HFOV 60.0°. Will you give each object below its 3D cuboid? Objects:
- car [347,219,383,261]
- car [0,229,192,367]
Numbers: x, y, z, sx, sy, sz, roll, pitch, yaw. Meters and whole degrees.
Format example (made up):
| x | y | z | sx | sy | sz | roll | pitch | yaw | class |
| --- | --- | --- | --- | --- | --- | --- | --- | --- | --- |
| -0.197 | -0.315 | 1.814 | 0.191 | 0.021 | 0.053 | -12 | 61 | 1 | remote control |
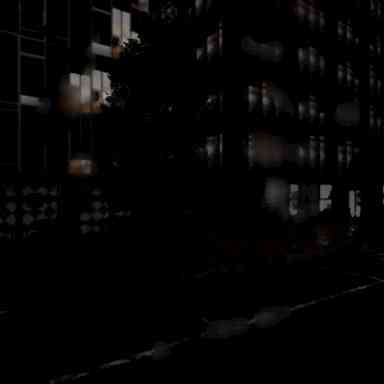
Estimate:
| x | y | z | sx | sy | sz | roll | pitch | yaw | class |
| --- | --- | --- | --- | --- | --- | --- | --- | --- | --- |
| 7.179 | 1.634 | 11.683 | 4.403 | 1.369 | 2.008 | 0 | -1 | -35 | car |
| -2.078 | 1.447 | 5.088 | 4.097 | 1.590 | 1.967 | 0 | -1 | -35 | car |
